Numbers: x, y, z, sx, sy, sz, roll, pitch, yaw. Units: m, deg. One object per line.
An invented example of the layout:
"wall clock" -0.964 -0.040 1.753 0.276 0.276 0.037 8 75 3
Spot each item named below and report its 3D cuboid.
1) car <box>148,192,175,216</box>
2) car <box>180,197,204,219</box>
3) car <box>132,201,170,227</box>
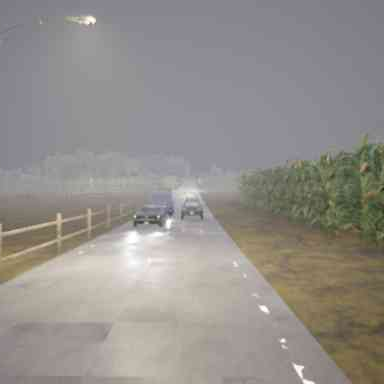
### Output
"car" -2.749 1.065 30.768 2.150 2.045 5.566 0 1 0
"car" 0.012 1.414 27.898 1.812 1.442 4.674 0 1 0
"car" -2.751 1.551 22.372 1.895 1.301 4.718 0 0 0
